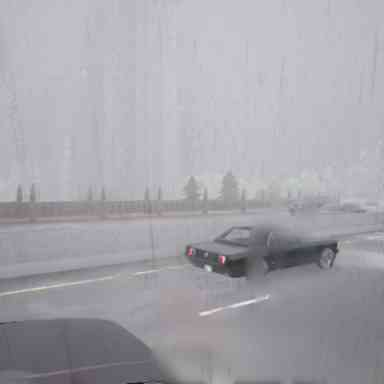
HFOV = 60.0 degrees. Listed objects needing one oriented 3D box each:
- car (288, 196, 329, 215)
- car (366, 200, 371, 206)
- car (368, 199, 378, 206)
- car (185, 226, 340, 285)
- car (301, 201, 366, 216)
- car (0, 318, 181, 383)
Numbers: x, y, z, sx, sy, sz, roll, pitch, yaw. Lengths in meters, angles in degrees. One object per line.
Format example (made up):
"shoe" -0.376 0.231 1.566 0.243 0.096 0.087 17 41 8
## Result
"car" 12.422 1.411 34.876 5.566 2.045 2.150 1 -1 -40
"car" 15.604 1.761 33.039 4.181 1.385 1.994 1 0 -42
"car" 35.640 2.124 66.209 1.994 1.385 4.181 0 -1 24
"car" 2.219 1.639 9.628 4.718 1.301 1.895 0 0 -35
"car" 10.496 1.634 24.499 4.892 1.490 1.837 0 0 -37
"car" -2.613 1.542 1.889 5.357 1.411 2.033 0 0 -35
